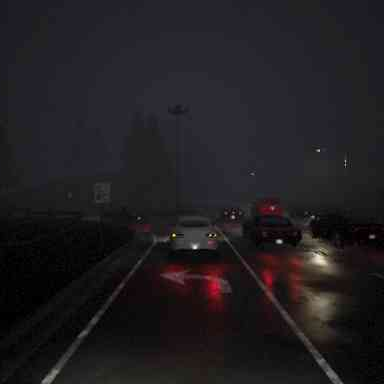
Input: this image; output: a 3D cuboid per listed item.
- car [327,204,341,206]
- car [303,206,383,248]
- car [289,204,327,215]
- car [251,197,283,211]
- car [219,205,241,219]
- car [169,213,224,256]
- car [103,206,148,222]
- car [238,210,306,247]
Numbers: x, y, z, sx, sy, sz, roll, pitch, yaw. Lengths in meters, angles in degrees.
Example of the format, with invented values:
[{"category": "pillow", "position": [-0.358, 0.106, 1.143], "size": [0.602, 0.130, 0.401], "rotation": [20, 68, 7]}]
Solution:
[{"category": "car", "position": [14.098, 1.898, 33.524], "size": [1.994, 1.385, 4.181], "rotation": [0, -1, 0]}, {"category": "car", "position": [7.099, 1.634, 15.562], "size": [1.882, 1.535, 5.008], "rotation": [0, -1, 0]}, {"category": "car", "position": [10.598, 1.913, 31.322], "size": [1.895, 1.301, 4.718], "rotation": [0, -1, 0]}, {"category": "car", "position": [7.099, 1.539, 31.952], "size": [2.150, 2.045, 5.566], "rotation": [0, -1, 0]}, {"category": "car", "position": [3.598, 1.912, 31.321], "size": [1.895, 1.301, 4.718], "rotation": [0, -1, 0]}, {"category": "car", "position": [0.027, 1.662, 13.560], "size": [1.812, 1.442, 4.674], "rotation": [0, -1, -2]}, {"category": "car", "position": [-5.993, 1.889, 29.020], "size": [4.718, 1.301, 1.895], "rotation": [-1, -1, 43]}, {"category": "car", "position": [3.600, 1.760, 15.888], "size": [1.895, 1.301, 4.718], "rotation": [0, -1, 0]}]
